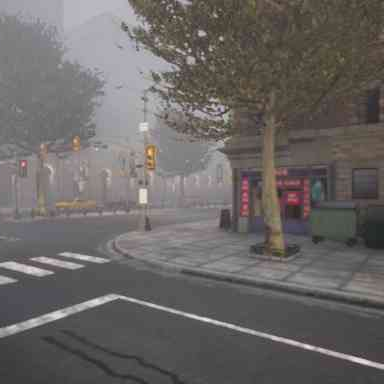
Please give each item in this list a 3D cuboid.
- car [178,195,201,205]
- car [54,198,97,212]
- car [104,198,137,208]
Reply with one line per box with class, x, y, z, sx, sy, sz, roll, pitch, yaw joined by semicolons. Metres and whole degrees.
car;-0.405;1.336;56.249;2.097;1.767;4.553;0;0;36
car;-13.375;1.461;38.290;1.882;1.535;5.008;0;0;36
car;-10.291;1.577;47.953;1.895;1.301;4.718;0;0;36
